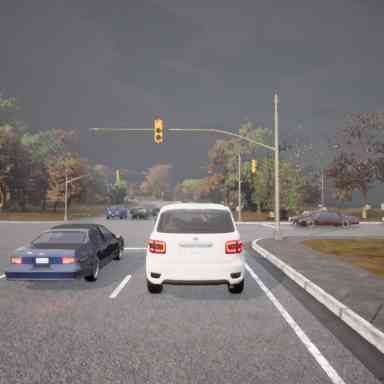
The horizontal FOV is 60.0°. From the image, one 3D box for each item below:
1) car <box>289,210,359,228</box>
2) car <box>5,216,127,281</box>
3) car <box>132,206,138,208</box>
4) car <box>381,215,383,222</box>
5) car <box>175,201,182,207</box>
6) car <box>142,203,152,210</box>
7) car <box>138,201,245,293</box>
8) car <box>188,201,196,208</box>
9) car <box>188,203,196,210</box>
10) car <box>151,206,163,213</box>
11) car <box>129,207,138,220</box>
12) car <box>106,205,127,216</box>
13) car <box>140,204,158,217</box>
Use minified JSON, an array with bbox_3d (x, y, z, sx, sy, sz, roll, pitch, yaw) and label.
[{"bbox_3d":[11.717,2.396,29.188,5.357,1.411,2.033,0,-3,-1],"label":"car"},{"bbox_3d":[-3.417,1.667,10.085,2.033,1.411,5.357,0,-1,0],"label":"car"},{"bbox_3d":[-10.548,3.438,62.899,2.033,1.411,5.357,0,0,0],"label":"car"},{"bbox_3d":[21.418,2.515,33.066,4.902,1.511,2.128,0,-3,-3],"label":"car"},{"bbox_3d":[-3.594,3.118,87.495,1.882,1.535,5.008,0,0,-3],"label":"car"},{"bbox_3d":[-10.501,3.439,78.036,1.895,1.301,4.718,0,0,0],"label":"car"},{"bbox_3d":[0.083,1.323,9.231,2.150,2.045,5.566,0,-1,0],"label":"car"},{"bbox_3d":[-0.117,3.312,87.848,1.837,1.490,4.892,0,0,-3],"label":"car"},{"bbox_3d":[0.000,3.354,77.696,1.837,1.490,4.892,0,0,0],"label":"car"},{"bbox_3d":[-7.020,3.501,67.215,1.895,1.301,4.718,0,0,1],"label":"car"},{"bbox_3d":[-7.087,3.157,45.848,1.895,1.301,4.718,0,-2,-1],"label":"car"},{"bbox_3d":[-10.608,2.822,47.209,2.150,2.045,5.566,0,-2,-2],"label":"car"},{"bbox_3d":[-7.090,3.023,55.376,2.150,2.045,5.566,0,-1,0],"label":"car"}]
